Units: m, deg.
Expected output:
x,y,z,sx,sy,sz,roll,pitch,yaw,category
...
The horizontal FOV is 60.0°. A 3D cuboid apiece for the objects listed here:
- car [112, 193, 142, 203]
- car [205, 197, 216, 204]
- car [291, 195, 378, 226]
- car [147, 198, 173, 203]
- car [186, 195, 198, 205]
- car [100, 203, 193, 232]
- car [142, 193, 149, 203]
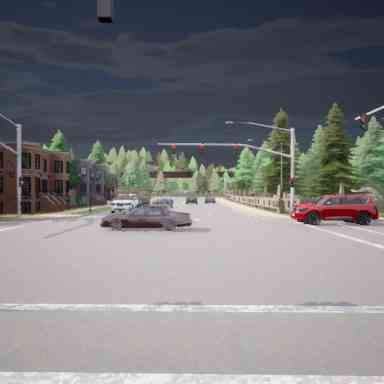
x,y,z,sx,sy,sz,roll,pitch,yaw,category
-7.103,1.221,35.636,2.150,2.045,5.566,0,0,0,car
3.542,1.564,65.227,1.994,1.385,4.181,0,0,0,car
9.760,1.222,22.901,5.566,2.045,2.150,0,0,0,car
-3.595,1.564,38.332,1.994,1.385,4.181,0,0,0,car
-0.054,1.352,60.247,2.097,1.767,4.553,0,0,0,car
-2.595,1.547,19.687,5.357,1.411,2.033,0,0,2,car
-7.110,1.221,45.754,2.150,2.045,5.566,0,0,0,car
